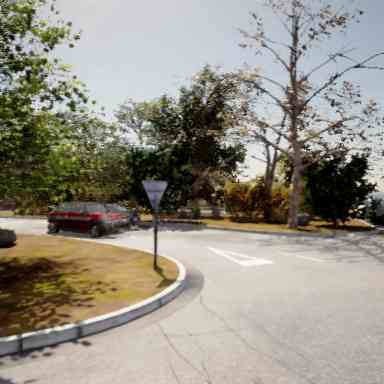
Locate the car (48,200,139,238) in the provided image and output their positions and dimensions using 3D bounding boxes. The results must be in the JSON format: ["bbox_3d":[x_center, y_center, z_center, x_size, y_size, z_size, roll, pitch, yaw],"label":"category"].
[{"bbox_3d":[-5.467,1.345,17.769,4.553,1.767,2.097,0,0,27],"label":"car"}]

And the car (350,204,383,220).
[{"bbox_3d":[19.384,2.093,34.376,5.366,1.575,1.946,1,-2,21],"label":"car"}]

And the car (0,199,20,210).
[{"bbox_3d":[-24.231,1.622,42.821,1.994,1.385,4.181,1,-1,21],"label":"car"}]

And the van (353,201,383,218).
[{"bbox_3d":[21.603,2.057,39.374,4.442,1.987,1.878,1,-2,21],"label":"van"}]

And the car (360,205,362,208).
[{"bbox_3d":[17.564,1.681,28.962,5.566,2.045,2.435,1,-1,21],"label":"car"}]

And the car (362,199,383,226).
[{"bbox_3d":[15.653,1.556,23.846,5.566,2.045,2.435,1,-1,21],"label":"car"}]

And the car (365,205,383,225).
[{"bbox_3d":[16.562,1.868,26.349,4.892,1.521,2.231,1,-1,21],"label":"car"}]
